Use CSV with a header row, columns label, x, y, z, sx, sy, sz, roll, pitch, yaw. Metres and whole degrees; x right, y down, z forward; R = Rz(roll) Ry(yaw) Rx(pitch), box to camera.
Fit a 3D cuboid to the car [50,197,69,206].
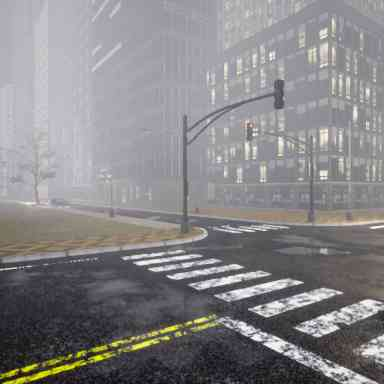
label,x,y,z,sx,sy,sz,roll,pitch,yaw
car,-21.668,1.553,54.255,2.033,1.411,5.357,0,0,-35
